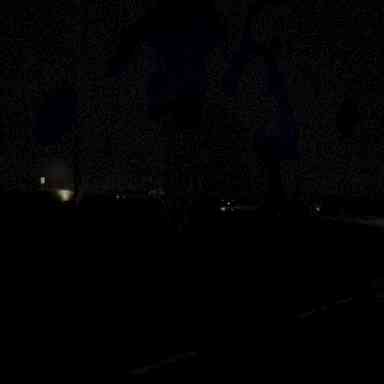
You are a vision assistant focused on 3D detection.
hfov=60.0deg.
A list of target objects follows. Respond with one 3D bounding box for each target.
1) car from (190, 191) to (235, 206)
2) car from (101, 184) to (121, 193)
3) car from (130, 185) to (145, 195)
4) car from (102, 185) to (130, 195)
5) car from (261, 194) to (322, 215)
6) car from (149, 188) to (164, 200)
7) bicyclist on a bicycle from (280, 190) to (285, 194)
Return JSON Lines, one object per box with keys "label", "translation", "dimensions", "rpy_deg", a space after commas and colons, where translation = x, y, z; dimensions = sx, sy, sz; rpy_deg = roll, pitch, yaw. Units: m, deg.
{"label": "car", "translation": [1.962, 0.594, 33.690], "dimensions": [2.033, 1.411, 5.357], "rpy_deg": [0, 2, -35]}
{"label": "car", "translation": [-15.413, -0.662, 63.177], "dimensions": [1.882, 1.535, 5.008], "rpy_deg": [0, 2, -36]}
{"label": "car", "translation": [-9.499, -0.450, 54.879], "dimensions": [2.097, 1.767, 4.553], "rpy_deg": [0, 2, -36]}
{"label": "car", "translation": [-12.517, -0.345, 54.198], "dimensions": [2.128, 1.511, 4.902], "rpy_deg": [0, 2, -35]}
{"label": "car", "translation": [7.614, 0.899, 25.747], "dimensions": [2.128, 1.511, 4.902], "rpy_deg": [0, 2, -35]}
{"label": "car", "translation": [-3.694, 0.219, 41.643], "dimensions": [1.812, 1.442, 4.674], "rpy_deg": [0, 2, -35]}
{"label": "bicyclist on a bicycle", "translation": [9.199, 0.665, 33.841], "dimensions": [1.656, 1.620, 0.582], "rpy_deg": [0, 2, -35]}
